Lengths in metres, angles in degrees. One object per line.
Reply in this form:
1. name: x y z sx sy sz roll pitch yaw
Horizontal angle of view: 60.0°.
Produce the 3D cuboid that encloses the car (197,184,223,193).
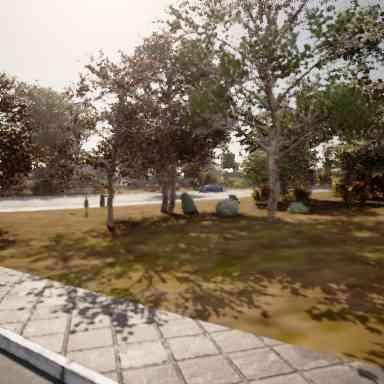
1. car: 3.111 -0.636 57.757 4.674 1.442 1.812 -2 3 -25
